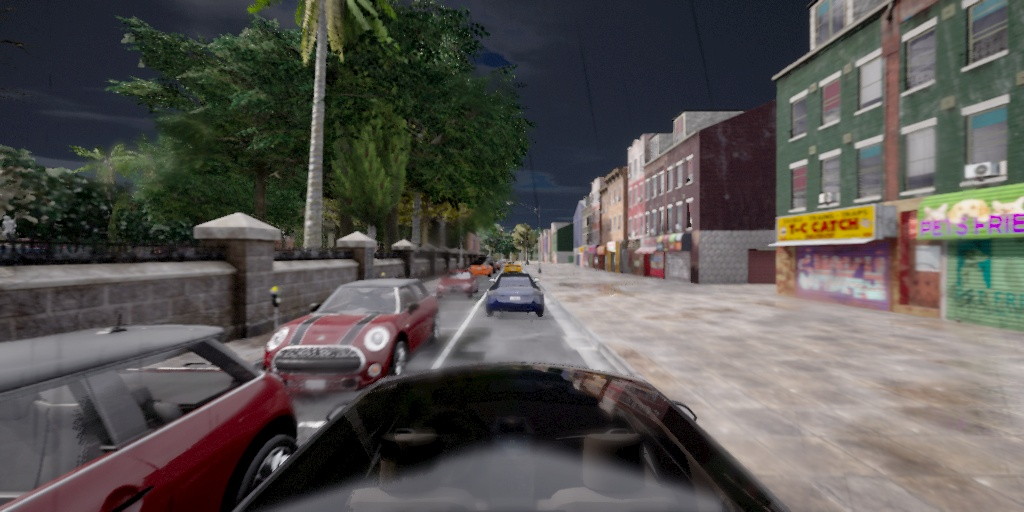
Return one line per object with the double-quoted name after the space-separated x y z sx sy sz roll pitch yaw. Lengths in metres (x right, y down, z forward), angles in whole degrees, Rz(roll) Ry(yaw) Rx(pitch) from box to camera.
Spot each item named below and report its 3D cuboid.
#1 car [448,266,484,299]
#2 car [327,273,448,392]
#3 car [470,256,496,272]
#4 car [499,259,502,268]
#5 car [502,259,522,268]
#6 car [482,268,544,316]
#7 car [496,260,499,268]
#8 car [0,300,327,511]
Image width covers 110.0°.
-2.634 1.347 18.175 1.802 1.307 4.207 0 0 0 "car"
-2.636 1.192 6.798 1.967 1.591 4.097 0 0 0 "car"
-2.979 1.154 34.685 2.097 1.767 4.553 0 0 0 "car"
-2.624 1.405 52.305 1.888 1.381 4.507 0 0 0 "car"
0.109 1.297 40.661 1.882 1.535 5.008 0 0 0 "car"
0.103 1.323 13.469 1.994 1.385 4.181 0 0 0 "car"
-2.971 1.051 41.746 2.150 2.045 5.566 0 0 0 "car"
-2.638 1.190 1.110 1.967 1.591 4.097 0 0 0 "car"
